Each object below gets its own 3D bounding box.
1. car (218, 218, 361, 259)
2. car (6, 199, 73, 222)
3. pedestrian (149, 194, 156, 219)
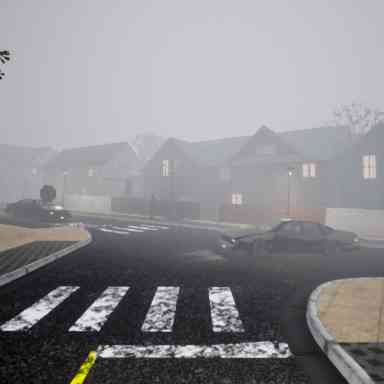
[{"bbox_3d":[3.787,1.751,12.989,5.357,1.411,2.033,3,-1,-12],"label":"car"},{"bbox_3d":[-10.572,1.174,22.796,5.357,1.411,2.033,2,0,32],"label":"car"},{"bbox_3d":[-3.015,1.087,24.955,0.375,1.860,0.375,-1,-5,32],"label":"pedestrian"}]
